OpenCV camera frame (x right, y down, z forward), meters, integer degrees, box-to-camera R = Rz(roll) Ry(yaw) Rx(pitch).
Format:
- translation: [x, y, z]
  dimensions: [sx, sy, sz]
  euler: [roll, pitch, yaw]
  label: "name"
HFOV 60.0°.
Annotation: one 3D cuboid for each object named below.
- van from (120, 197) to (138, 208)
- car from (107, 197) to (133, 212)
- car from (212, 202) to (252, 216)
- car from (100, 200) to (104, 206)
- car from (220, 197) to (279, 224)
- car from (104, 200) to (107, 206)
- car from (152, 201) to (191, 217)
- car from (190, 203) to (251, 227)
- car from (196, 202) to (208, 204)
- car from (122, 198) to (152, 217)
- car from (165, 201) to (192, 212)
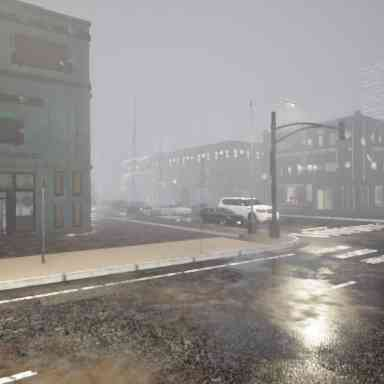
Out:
- translation: [-11.348, 1.905, 59.754]
  dimensions: [1.690, 1.788, 3.998]
  euler: [-1, 0, -35]
  label: "van"
- translation: [-9.905, 1.982, 47.522]
  dimensions: [1.882, 1.535, 5.008]
  euler: [-1, 0, -34]
  label: "car"
- translation: [4.352, 1.808, 36.960]
  dimensions: [2.008, 1.369, 4.403]
  euler: [-2, 0, -35]
  label: "car"
- translation: [-17.622, 2.226, 68.872]
  dimensions: [1.887, 1.381, 4.507]
  euler: [-1, 0, -35]
  label: "car"
- translation: [4.336, 1.442, 26.784]
  dimensions: [2.150, 2.045, 5.566]
  euler: [-1, 0, -35]
  label: "car"
- translation: [-14.488, 1.938, 64.313]
  dimensions: [2.192, 1.841, 5.009]
  euler: [-1, 0, -35]
  label: "car"
- translation: [-2.046, 1.950, 36.061]
  dimensions: [1.895, 1.301, 4.718]
  euler: [-1, 0, -35]
  label: "car"
- translation: [2.082, 1.813, 25.267]
  dimensions: [1.947, 1.339, 4.313]
  euler: [-1, 0, -35]
  label: "car"
- translation: [1.213, 1.902, 41.519]
  dimensions: [1.802, 1.307, 4.206]
  euler: [-1, 0, -35]
  label: "car"
- translation: [-5.691, 1.845, 36.764]
  dimensions: [1.967, 1.590, 4.097]
  euler: [-1, 0, -35]
  label: "car"
- translation: [-1.925, 1.964, 46.078]
  dimensions: [1.802, 1.307, 4.206]
  euler: [-1, 0, -35]
  label: "car"
